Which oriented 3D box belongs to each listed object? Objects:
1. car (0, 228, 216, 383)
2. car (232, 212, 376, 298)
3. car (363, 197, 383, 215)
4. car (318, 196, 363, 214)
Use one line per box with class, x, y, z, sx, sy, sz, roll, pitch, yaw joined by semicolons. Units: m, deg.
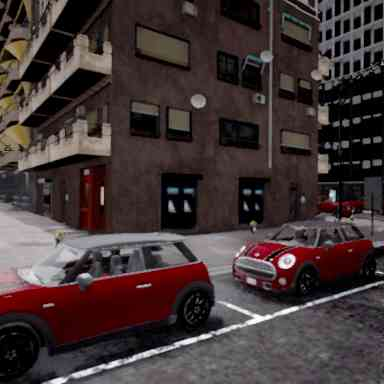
car;-1.654;1.455;5.377;4.097;1.590;1.967;1;0;-35
car;2.973;1.509;8.674;4.097;1.590;1.967;1;0;-35
car;18.606;1.361;34.555;2.192;1.841;5.009;2;0;-36
car;11.861;1.262;29.584;2.192;1.841;5.009;2;0;-36
